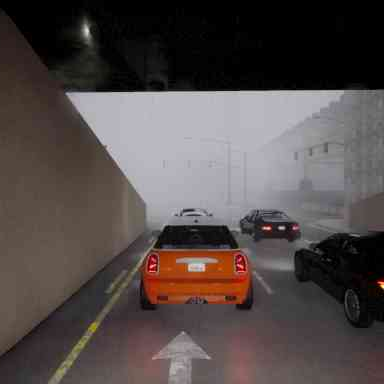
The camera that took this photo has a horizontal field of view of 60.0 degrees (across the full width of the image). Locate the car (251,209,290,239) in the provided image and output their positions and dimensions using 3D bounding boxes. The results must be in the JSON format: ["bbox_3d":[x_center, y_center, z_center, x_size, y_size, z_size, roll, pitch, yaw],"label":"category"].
[{"bbox_3d":[3.628,1.547,16.362,2.033,1.411,5.357,0,0,-3],"label":"car"}]

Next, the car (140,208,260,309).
[{"bbox_3d":[0.087,1.352,8.013,2.097,1.767,4.553,0,0,0],"label":"car"}]

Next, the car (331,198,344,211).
[{"bbox_3d":[17.424,1.453,34.254,2.038,1.542,4.974,0,0,-35],"label":"car"}]

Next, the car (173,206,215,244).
[{"bbox_3d":[0.095,1.526,16.691,1.812,1.442,4.674,0,0,0],"label":"car"}]

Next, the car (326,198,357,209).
[{"bbox_3d":[17.563,1.295,38.898,1.853,1.218,4.536,0,0,45],"label":"car"}]

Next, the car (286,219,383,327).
[{"bbox_3d":[3.585,1.526,6.870,1.812,1.442,4.674,0,0,0],"label":"car"}]

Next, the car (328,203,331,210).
[{"bbox_3d":[17.527,1.453,38.861,2.038,1.542,4.974,0,0,45],"label":"car"}]
